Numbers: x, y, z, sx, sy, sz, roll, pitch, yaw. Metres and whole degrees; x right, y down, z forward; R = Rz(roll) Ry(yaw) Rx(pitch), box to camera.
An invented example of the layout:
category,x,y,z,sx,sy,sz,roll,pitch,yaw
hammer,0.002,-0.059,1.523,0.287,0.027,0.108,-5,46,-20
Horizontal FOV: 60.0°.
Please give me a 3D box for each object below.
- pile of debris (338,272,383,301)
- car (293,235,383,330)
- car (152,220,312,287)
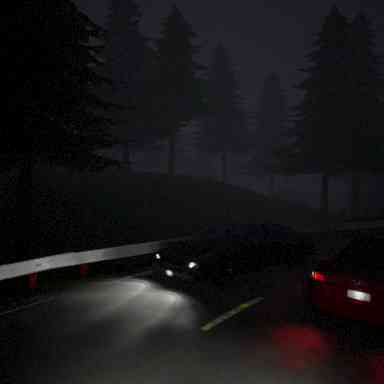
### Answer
category,x,y,z,sx,sy,sz,roll,pitch,yaw
pile of debris,4.538,2.185,7.609,1.860,0.140,1.500,0,0,-39
car,3.970,1.568,6.600,1.994,1.385,4.181,1,1,44
car,1.508,1.560,9.678,5.357,1.411,2.033,0,0,-39
